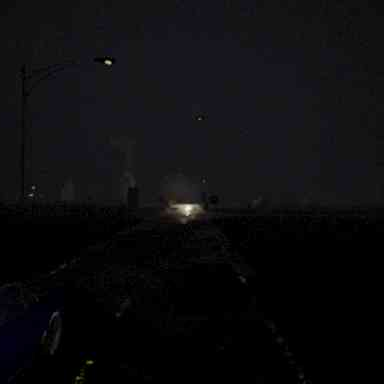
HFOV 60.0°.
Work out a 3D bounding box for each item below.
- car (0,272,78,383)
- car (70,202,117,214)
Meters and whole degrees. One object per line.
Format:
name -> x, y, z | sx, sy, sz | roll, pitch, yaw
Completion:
car -> -2.852, 1.647, 3.382 | 1.895, 1.301, 4.718 | 0, -1, 0
car -> -11.901, 1.926, 40.384 | 5.357, 1.411, 2.033 | 1, -1, -1
